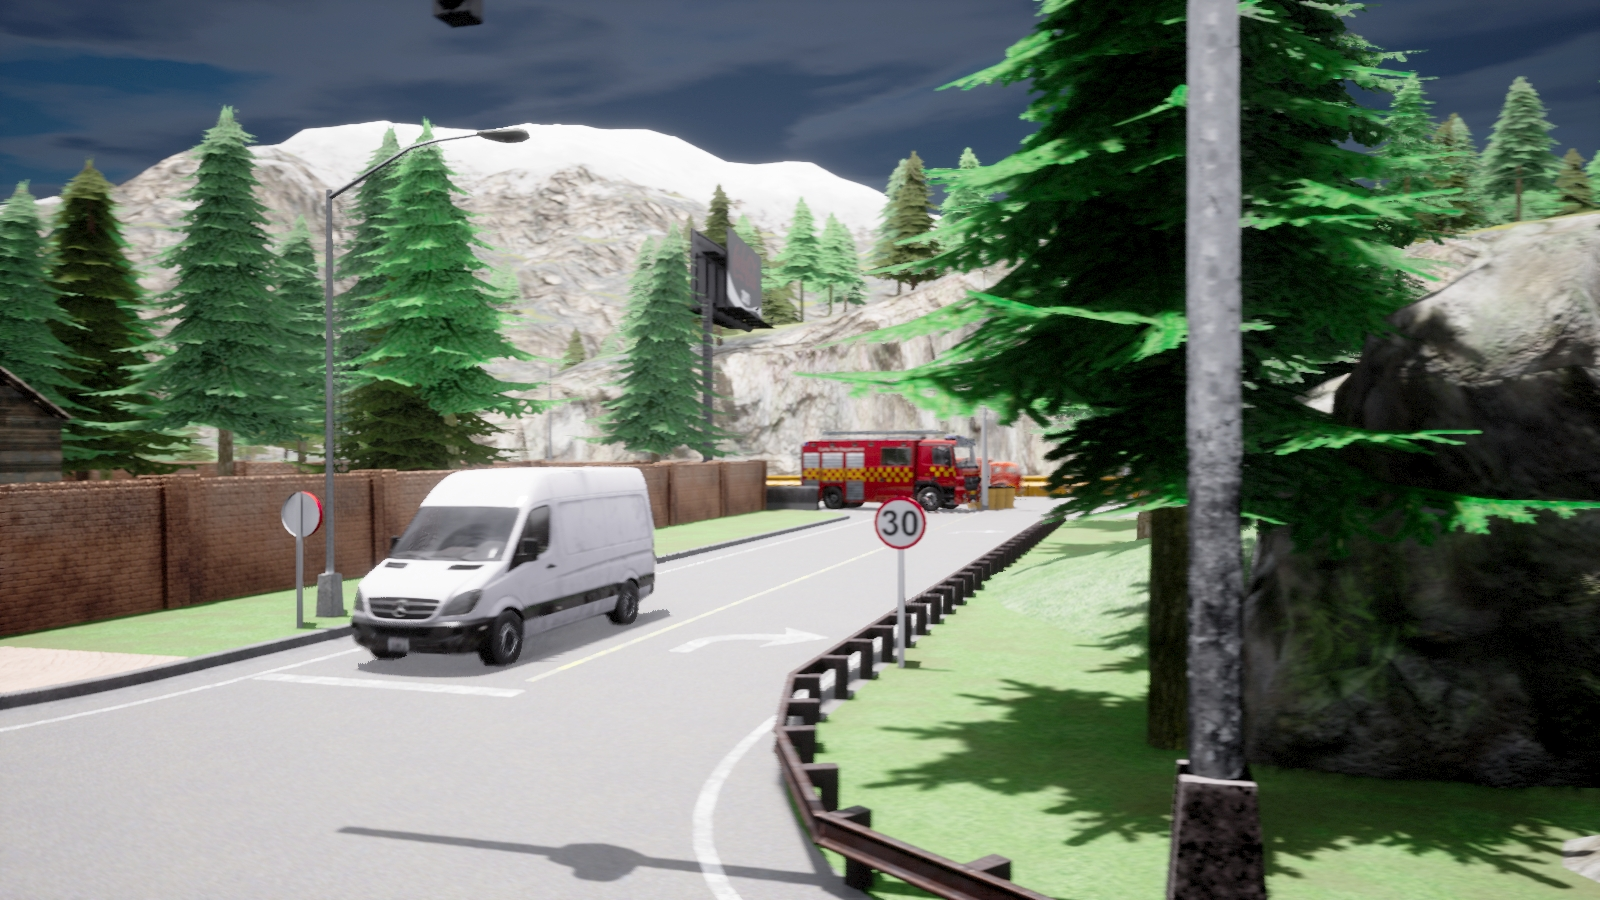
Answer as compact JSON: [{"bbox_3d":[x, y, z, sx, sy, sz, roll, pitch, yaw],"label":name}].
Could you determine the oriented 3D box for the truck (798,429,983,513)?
[{"bbox_3d":[4.336,0.964,55.270,8.468,3.827,2.891,0,0,28],"label":"truck"}]

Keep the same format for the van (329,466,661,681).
[{"bbox_3d":[-4.204,1.557,17.125,1.988,2.561,5.915,0,0,17],"label":"van"}]

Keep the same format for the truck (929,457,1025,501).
[{"bbox_3d":[10.288,1.643,66.146,5.204,2.467,2.627,0,0,16],"label":"truck"}]
